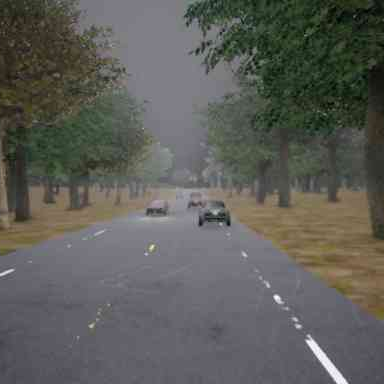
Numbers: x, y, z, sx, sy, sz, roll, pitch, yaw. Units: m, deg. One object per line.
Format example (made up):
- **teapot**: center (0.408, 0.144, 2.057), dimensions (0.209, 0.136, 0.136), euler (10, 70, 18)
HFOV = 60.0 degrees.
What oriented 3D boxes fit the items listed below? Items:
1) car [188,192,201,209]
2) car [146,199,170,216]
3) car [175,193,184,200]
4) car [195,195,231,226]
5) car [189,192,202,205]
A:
- **car**: center (0.522, 1.239, 43.741), dimensions (2.097, 1.767, 4.553), euler (0, 0, 1)
- **car**: center (-3.239, 1.420, 32.048), dimensions (1.882, 1.535, 5.008), euler (0, 0, 1)
- **car**: center (-2.659, 0.910, 72.756), dimensions (1.837, 1.490, 4.892), euler (0, 1, 1)
- **car**: center (1.473, 1.322, 23.082), dimensions (2.097, 1.767, 4.553), euler (0, 0, 1)
- **car**: center (0.627, 0.996, 56.940), dimensions (2.150, 2.045, 5.566), euler (0, 1, 1)
